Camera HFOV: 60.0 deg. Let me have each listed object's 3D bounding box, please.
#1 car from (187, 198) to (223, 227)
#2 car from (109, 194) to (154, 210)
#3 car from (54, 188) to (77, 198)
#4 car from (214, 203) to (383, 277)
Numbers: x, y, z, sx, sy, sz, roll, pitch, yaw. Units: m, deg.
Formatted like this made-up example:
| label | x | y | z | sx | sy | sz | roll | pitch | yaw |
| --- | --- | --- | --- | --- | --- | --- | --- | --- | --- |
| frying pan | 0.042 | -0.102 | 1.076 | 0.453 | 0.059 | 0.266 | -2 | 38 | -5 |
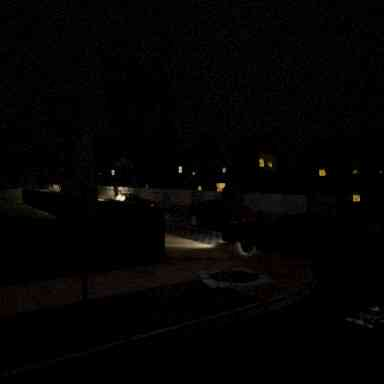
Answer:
| label | x | y | z | sx | sy | sz | roll | pitch | yaw |
| --- | --- | --- | --- | --- | --- | --- | --- | --- | --- |
| car | 1.712 | 1.121 | 17.001 | 1.882 | 1.535 | 5.008 | 0 | 2 | -36 |
| car | -4.983 | 0.838 | 26.539 | 2.033 | 1.411 | 5.357 | 0 | 2 | -35 |
| car | -16.580 | 0.226 | 43.303 | 2.033 | 1.411 | 5.357 | 0 | 2 | -34 |
| car | 3.541 | 1.370 | 10.095 | 5.357 | 1.411 | 2.033 | 7 | 6 | 38 |
